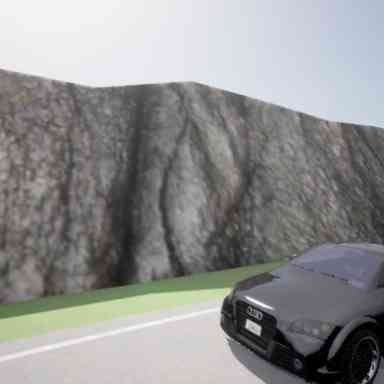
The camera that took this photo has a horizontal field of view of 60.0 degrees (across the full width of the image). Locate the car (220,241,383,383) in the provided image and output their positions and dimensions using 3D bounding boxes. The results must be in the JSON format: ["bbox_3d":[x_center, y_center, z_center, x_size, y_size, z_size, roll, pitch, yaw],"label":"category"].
[{"bbox_3d":[2.522,1.504,5.113,4.181,1.385,1.994,0,1,-28],"label":"car"}]
